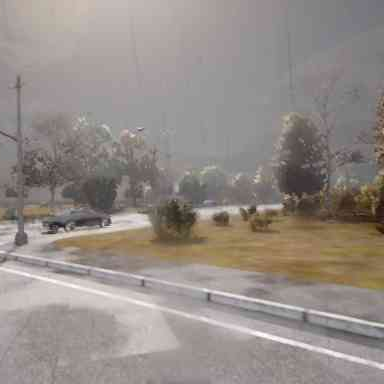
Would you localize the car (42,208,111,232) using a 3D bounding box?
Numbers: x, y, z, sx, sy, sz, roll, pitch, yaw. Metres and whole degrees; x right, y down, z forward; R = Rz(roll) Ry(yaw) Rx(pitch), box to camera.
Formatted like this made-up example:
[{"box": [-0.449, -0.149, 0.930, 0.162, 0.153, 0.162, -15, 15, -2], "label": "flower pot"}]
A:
[{"box": [-7.824, 1.845, 23.033, 2.128, 1.511, 4.902, -2, -1, 34], "label": "car"}]

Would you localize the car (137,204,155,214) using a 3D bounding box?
[{"box": [-5.653, 2.354, 45.946, 1.994, 1.385, 4.181, -2, -2, 32], "label": "car"}]

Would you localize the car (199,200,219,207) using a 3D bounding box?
[{"box": [3.053, 2.092, 59.689, 1.882, 1.535, 5.008, -2, -2, 32], "label": "car"}]
